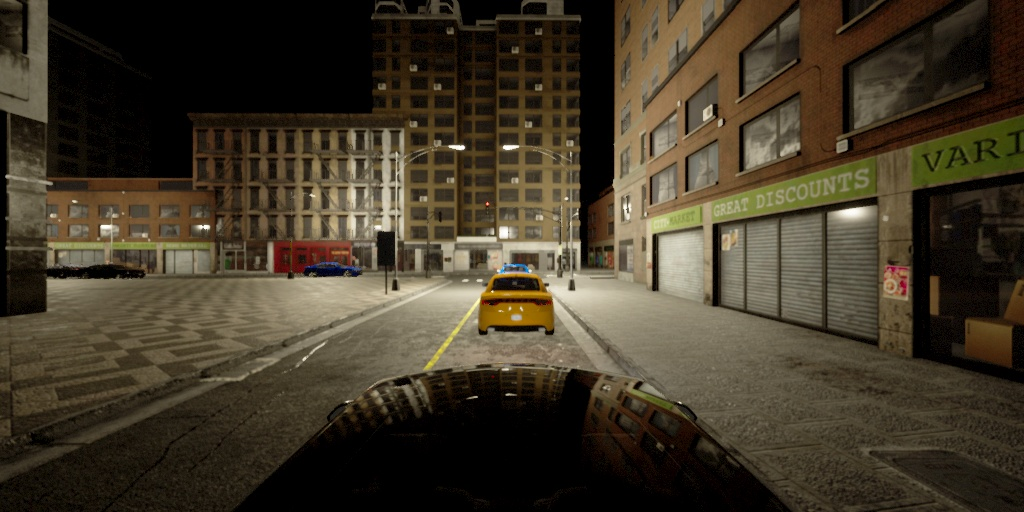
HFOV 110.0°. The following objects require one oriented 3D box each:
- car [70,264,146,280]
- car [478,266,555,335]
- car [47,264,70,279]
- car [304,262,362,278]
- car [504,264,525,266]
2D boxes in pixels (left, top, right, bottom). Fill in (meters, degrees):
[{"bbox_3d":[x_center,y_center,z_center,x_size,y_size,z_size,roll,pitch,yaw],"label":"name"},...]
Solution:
[{"bbox_3d":[-36.698,1.451,32.944,5.008,1.535,1.882,0,0,0],"label":"car"},{"bbox_3d":[0.116,1.221,10.493,1.882,1.535,5.008,0,0,0],"label":"car"},{"bbox_3d":[-45.587,1.524,35.994,4.902,1.511,2.128,0,0,0],"label":"car"},{"bbox_3d":[-16.475,1.317,33.150,5.008,1.535,1.882,0,0,-1],"label":"car"},{"bbox_3d":[0.142,1.210,20.678,1.882,1.535,5.008,0,0,0],"label":"car"}]
